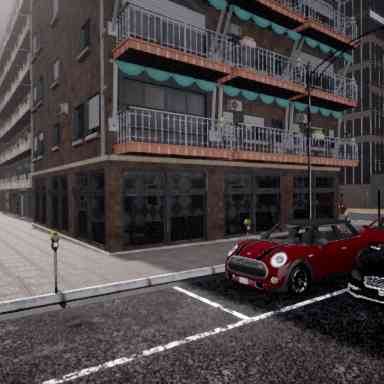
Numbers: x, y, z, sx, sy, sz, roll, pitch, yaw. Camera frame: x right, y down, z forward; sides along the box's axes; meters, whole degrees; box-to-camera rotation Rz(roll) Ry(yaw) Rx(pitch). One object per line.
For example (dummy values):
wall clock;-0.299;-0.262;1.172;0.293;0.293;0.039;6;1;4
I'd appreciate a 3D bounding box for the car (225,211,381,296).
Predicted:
car;2.764;1.439;8.538;4.097;1.590;1.967;0;-1;-35

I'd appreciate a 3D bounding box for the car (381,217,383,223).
car;7.264;1.543;11.743;4.507;1.381;1.887;0;-1;-35

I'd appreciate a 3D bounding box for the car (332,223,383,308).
car;5.298;1.503;7.132;4.892;1.490;1.837;0;0;-35

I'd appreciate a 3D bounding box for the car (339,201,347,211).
car;16.533;1.745;40.629;1.967;1.590;4.097;-2;0;-36
